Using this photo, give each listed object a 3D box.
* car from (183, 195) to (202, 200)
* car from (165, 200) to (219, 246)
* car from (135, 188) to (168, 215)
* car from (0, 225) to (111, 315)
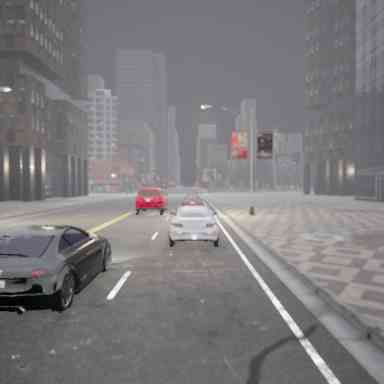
[{"bbox_3d":[0.051,0.931,31.292,1.994,1.385,4.181,0,1,0],"label":"car"},{"bbox_3d":[0.077,1.251,13.605,1.812,1.442,4.674,0,1,0],"label":"car"},{"bbox_3d":[-3.192,0.677,26.924,2.150,2.045,5.566,0,1,0],"label":"car"},{"bbox_3d":[-3.162,1.416,7.356,1.994,1.385,4.181,0,1,0],"label":"car"}]
